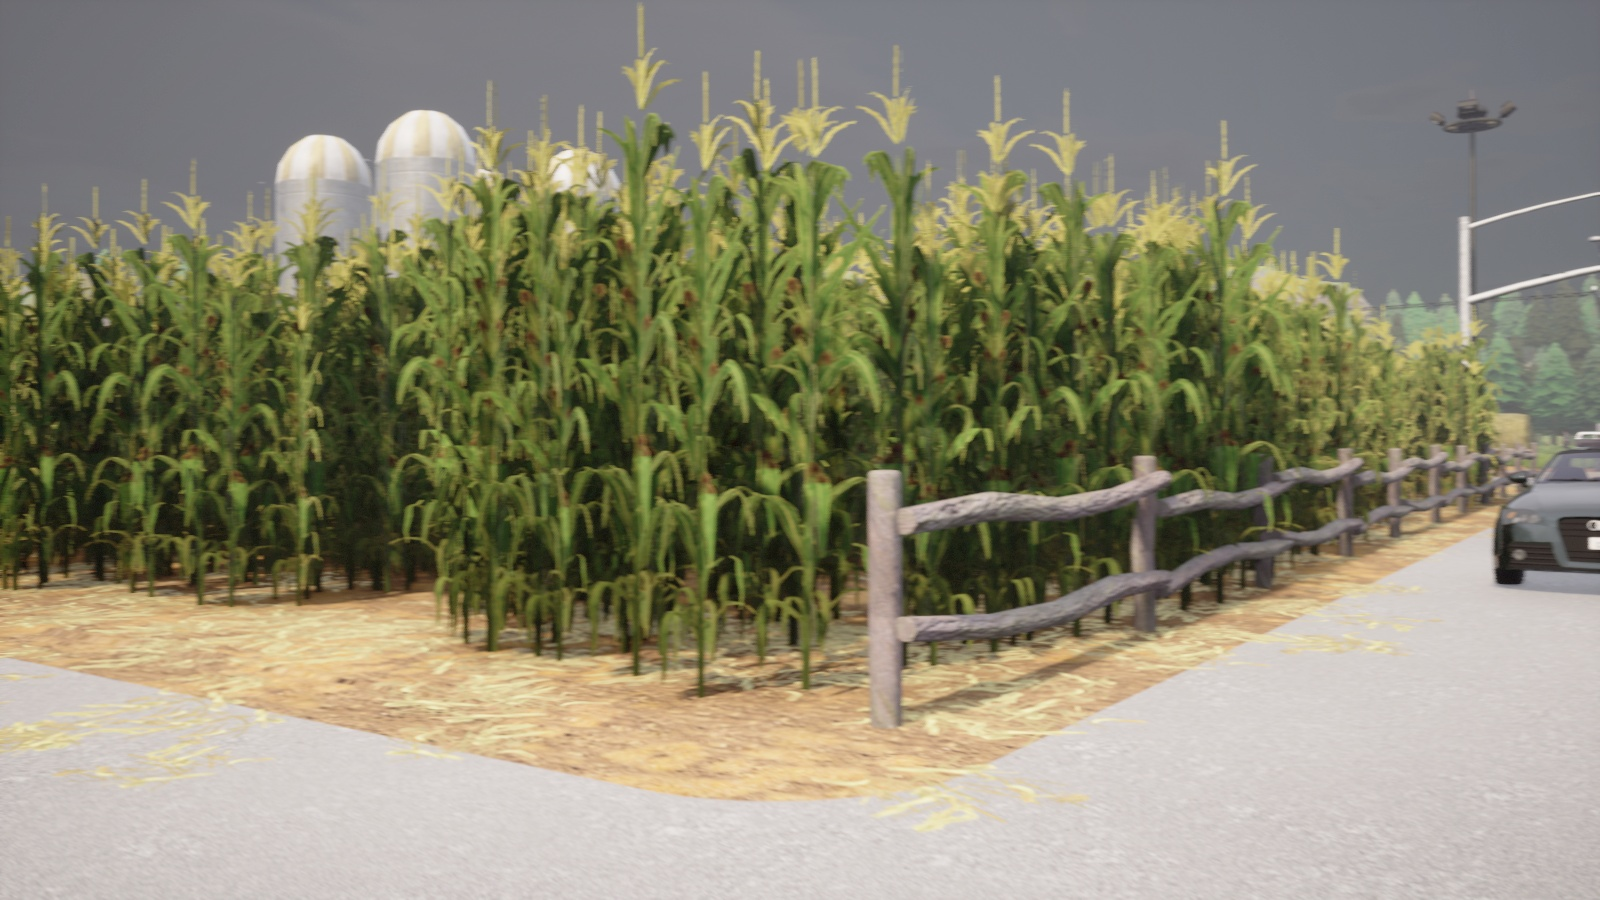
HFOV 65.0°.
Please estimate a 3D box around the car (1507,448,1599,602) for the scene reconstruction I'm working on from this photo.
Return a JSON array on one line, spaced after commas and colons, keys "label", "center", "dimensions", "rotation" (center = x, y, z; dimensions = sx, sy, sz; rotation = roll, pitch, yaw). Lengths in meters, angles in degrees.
[{"label": "car", "center": [8.755, 0.688, 13.053], "dimensions": [1.994, 1.385, 4.181], "rotation": [0, 0, 36]}]
